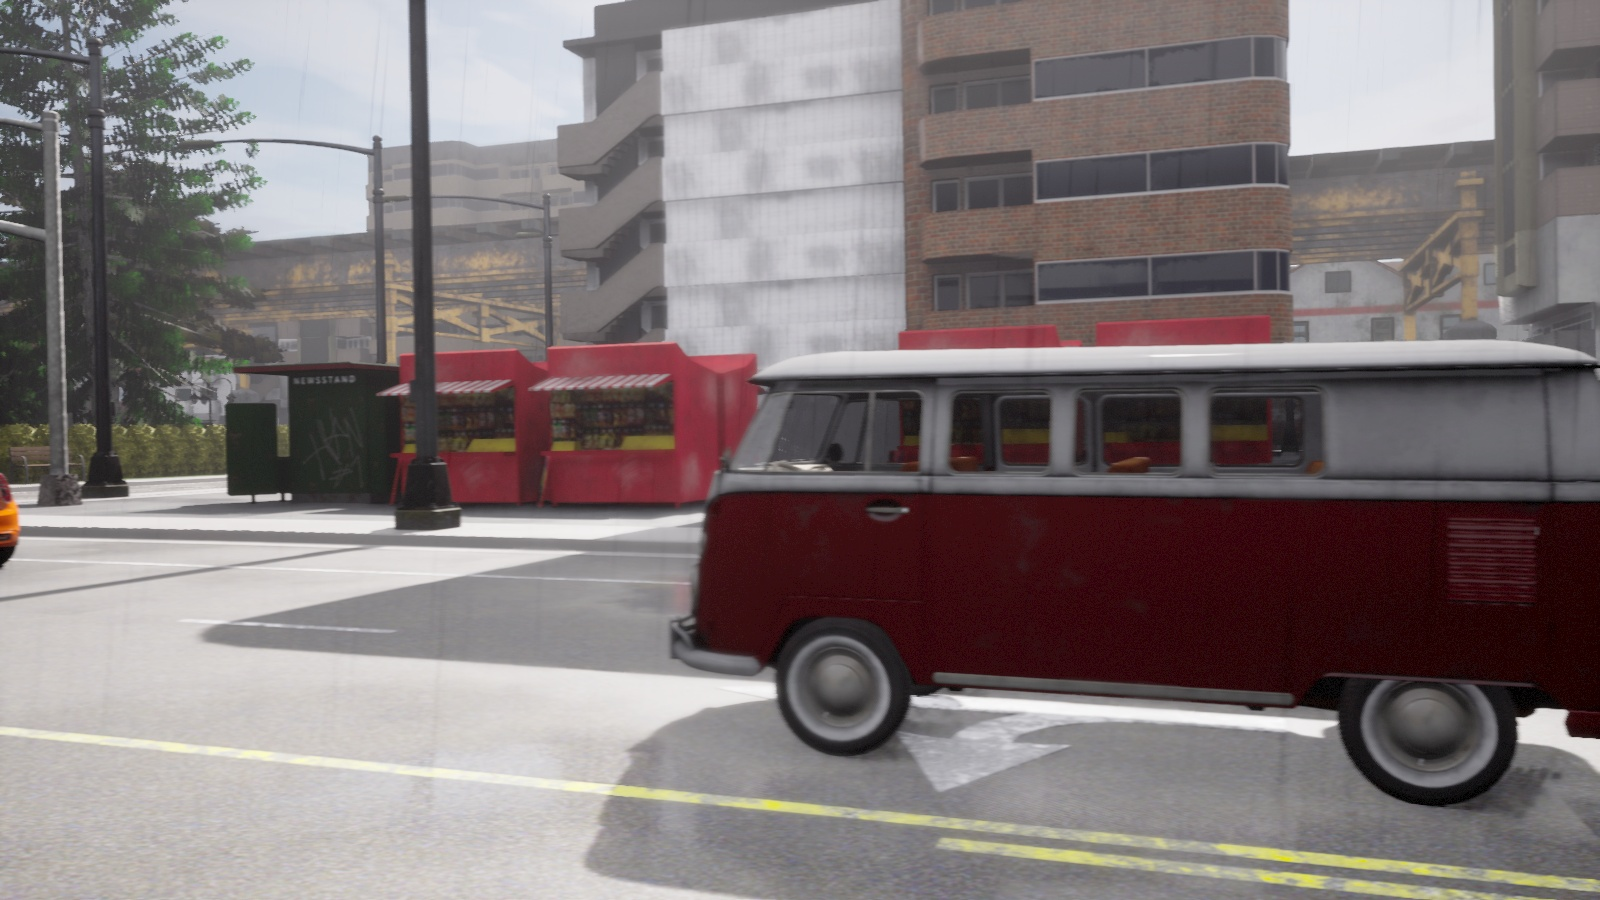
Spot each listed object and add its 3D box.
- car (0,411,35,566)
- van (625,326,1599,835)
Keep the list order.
[{"bbox_3d":[-11.456,0.442,14.431,4.553,1.767,2.097,0,1,19],"label":"car"},{"bbox_3d":[1.522,0.482,6.370,4.442,1.987,1.775,1,1,19],"label":"van"}]
